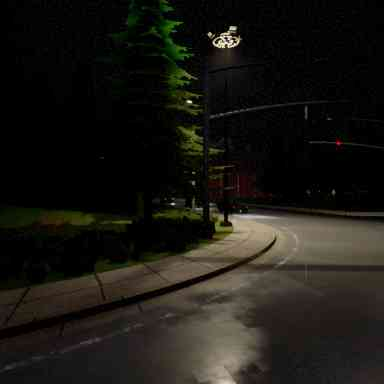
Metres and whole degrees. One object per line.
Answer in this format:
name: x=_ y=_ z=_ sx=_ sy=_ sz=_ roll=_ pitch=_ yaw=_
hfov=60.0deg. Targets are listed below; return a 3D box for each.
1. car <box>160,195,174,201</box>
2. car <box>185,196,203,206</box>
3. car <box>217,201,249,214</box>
car: x=-5.135 y=1.350 z=67.928 sx=2.097 sy=1.767 sz=4.553 roll=0 pitch=0 yaw=-18
car: x=0.574 y=1.219 z=49.117 sx=2.150 sy=2.045 sz=5.566 roll=0 pitch=0 yaw=-15
car: x=4.327 y=1.601 z=35.670 sx=1.895 sy=1.301 sz=4.718 roll=0 pitch=0 yaw=-15
